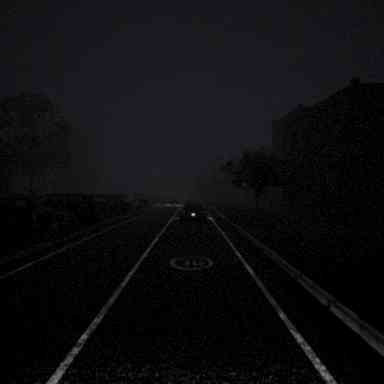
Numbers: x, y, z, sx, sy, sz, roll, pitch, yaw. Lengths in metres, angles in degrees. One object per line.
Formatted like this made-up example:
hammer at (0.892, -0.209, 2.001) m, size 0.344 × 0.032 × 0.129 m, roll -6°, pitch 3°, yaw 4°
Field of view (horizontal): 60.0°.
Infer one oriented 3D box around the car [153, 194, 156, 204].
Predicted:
car at (-8.947, 1.555, 55.178) m, size 4.792 × 1.488 × 2.163 m, roll 0°, pitch 0°, yaw 0°

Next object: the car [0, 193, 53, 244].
car at (-8.883, 1.148, 13.133) m, size 5.566 × 2.045 × 2.435 m, roll 0°, pitch 0°, yaw 0°

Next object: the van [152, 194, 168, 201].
van at (-9.113, 1.544, 94.424) m, size 4.442 × 1.987 × 1.878 m, roll 0°, pitch 0°, yaw 0°

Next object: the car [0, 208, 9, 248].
car at (-8.849, 1.407, 10.333) m, size 4.892 × 1.521 × 2.231 m, roll 0°, pitch 0°, yaw 0°

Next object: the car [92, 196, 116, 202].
car at (-21.868, 1.695, 82.786) m, size 5.366 × 1.575 × 1.946 m, roll 0°, pitch 0°, yaw 0°

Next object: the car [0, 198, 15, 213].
car at (-21.953, 1.439, 35.417) m, size 5.008 × 1.535 × 2.097 m, roll 0°, pitch 0°, yaw 0°

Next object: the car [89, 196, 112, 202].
car at (-22.053, 1.682, 80.009) m, size 4.892 × 1.521 × 2.231 m, roll 0°, pitch 0°, yaw 0°

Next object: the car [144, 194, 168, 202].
car at (-8.946, 1.449, 83.212) m, size 5.566 × 2.045 × 2.435 m, roll 0°, pitch 0°, yaw 0°

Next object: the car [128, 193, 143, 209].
car at (-8.913, 1.196, 38.363) m, size 5.566 × 2.045 × 2.435 m, roll 0°, pitch 0°, yaw 0°

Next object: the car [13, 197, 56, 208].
car at (-21.975, 1.478, 46.556) m, size 5.008 × 1.535 × 2.097 m, roll 0°, pitch 0°, yaw 0°

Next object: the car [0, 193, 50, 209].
car at (-21.947, 1.214, 43.771) m, size 5.566 × 2.045 × 2.435 m, roll 0°, pitch 0°, yaw 0°

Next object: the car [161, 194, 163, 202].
car at (-8.935, 1.595, 66.391) m, size 5.008 × 1.535 × 2.097 m, roll 0°, pitch 0°, yaw 0°

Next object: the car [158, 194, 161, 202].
car at (-8.906, 1.608, 63.587) m, size 4.792 × 1.488 × 2.163 m, roll 0°, pitch 0°, yaw 0°

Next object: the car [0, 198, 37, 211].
car at (-21.998, 1.485, 40.986) m, size 4.792 × 1.488 × 2.163 m, roll 0°, pitch 0°, yaw 0°

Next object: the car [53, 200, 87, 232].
car at (-8.863, 1.396, 18.738) m, size 4.892 × 1.521 × 2.231 m, roll 0°, pitch 0°, yaw 0°

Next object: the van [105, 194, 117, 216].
van at (-8.749, 1.188, 27.149) m, size 4.442 × 1.987 × 1.878 m, roll 0°, pitch 0°, yaw 0°

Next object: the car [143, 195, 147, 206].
car at (-8.867, 1.496, 43.967) m, size 4.792 × 1.488 × 2.163 m, roll 0°, pitch 0°, yaw 0°

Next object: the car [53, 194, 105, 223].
car at (-8.887, 1.149, 21.544) m, size 5.566 × 2.045 × 2.435 m, roll 0°, pitch 0°, yaw 0°

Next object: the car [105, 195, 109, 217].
car at (-8.829, 1.279, 24.344) m, size 4.553 × 1.767 × 2.185 m, roll 0°, pitch 0°, yaw 0°

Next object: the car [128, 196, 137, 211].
car at (-8.874, 1.438, 35.558) m, size 5.008 × 1.535 × 2.097 m, roll 0°, pitch 0°, yaw 0°

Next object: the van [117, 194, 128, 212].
van at (-8.990, 1.204, 32.755) m, size 4.442 × 1.987 × 1.878 m, roll 0°, pitch 0°, yaw 0°

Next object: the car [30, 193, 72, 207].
car at (-21.963, 1.256, 52.126) m, size 5.566 × 2.045 × 2.435 m, roll 0°, pitch 0°, yaw 0°

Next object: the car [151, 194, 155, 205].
car at (-9.098, 1.505, 52.374) m, size 5.366 × 1.575 × 1.946 m, roll 0°, pitch 0°, yaw 0°

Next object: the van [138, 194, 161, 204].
van at (-8.830, 1.387, 69.196) m, size 4.442 × 1.987 × 1.878 m, roll 0°, pitch 0°, yaw 0°

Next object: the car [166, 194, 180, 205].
car at (-3.314, 1.574, 62.182) m, size 1.882 × 1.535 × 5.008 m, roll 0°, pitch 0°, yaw 0°

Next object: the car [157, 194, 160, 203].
car at (-8.900, 1.590, 60.784) m, size 4.792 × 1.488 × 2.163 m, roll 0°, pitch 0°, yaw 0°

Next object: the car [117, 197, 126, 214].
car at (-8.863, 1.423, 29.952) m, size 4.892 × 1.521 × 2.231 m, roll 0°, pitch 0°, yaw 0°

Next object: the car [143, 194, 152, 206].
car at (-8.902, 1.492, 49.575) m, size 5.008 × 1.535 × 2.097 m, roll 0°, pitch 0°, yaw 0°

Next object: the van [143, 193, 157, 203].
van at (-8.807, 1.317, 57.983) m, size 4.442 × 1.987 × 1.878 m, roll 0°, pitch 0°, yaw 0°

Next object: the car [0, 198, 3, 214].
car at (-21.768, 1.427, 32.631) m, size 5.366 × 1.575 × 1.946 m, roll 0°, pitch 0°, yaw 0°

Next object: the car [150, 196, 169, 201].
car at (-8.985, 1.754, 91.620) m, size 4.892 × 1.521 × 2.231 m, roll 0°, pitch 0°, yaw 0°

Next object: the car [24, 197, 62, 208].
car at (-21.983, 1.531, 49.217) m, size 4.674 × 1.452 × 2.002 m, roll 0°, pitch 0°, yaw 0°

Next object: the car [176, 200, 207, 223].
car at (0.083, 1.506, 24.520) m, size 1.994 × 1.385 × 4.181 m, roll 0°, pitch 0°, yaw 0°

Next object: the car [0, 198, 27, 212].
car at (-21.934, 1.477, 38.201) m, size 4.792 × 1.488 × 2.163 m, roll 0°, pitch 0°, yaw 0°
